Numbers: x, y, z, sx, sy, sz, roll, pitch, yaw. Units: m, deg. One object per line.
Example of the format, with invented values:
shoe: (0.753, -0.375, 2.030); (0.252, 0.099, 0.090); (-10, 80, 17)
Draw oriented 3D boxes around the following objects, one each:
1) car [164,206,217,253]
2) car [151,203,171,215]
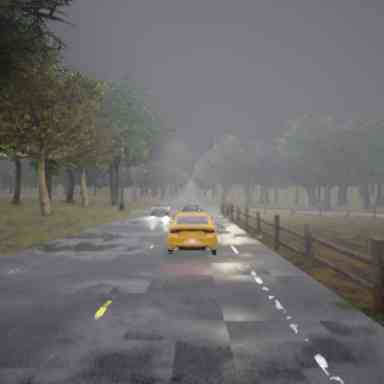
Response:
car: (0.028, 1.603, 14.251); (1.882, 1.535, 5.008); (0, 0, 1)
car: (-3.512, 1.932, 37.817); (1.895, 1.301, 4.718); (0, 0, 0)
